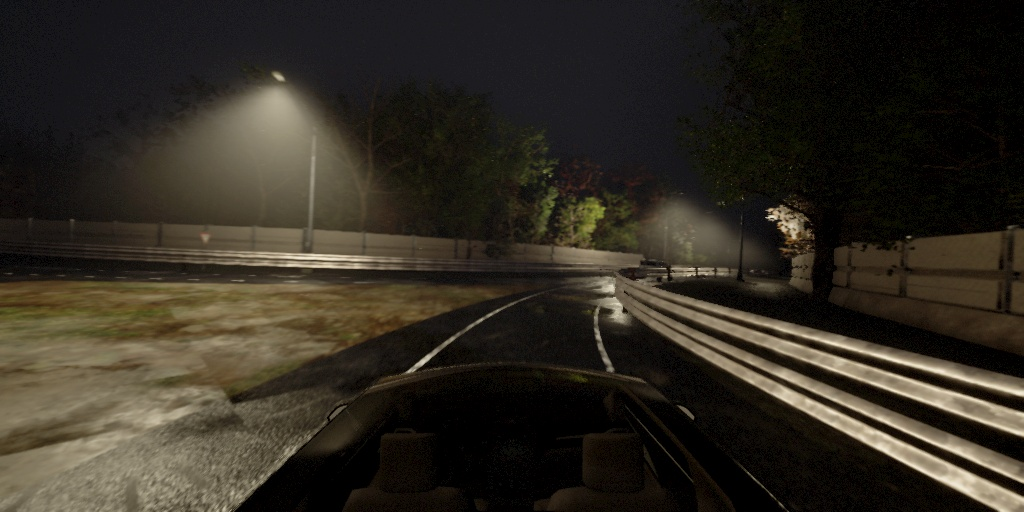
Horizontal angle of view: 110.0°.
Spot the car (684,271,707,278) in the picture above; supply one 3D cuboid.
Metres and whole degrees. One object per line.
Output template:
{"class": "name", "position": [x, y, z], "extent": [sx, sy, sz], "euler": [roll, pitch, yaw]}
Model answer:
{"class": "car", "position": [24.405, 2.119, 47.708], "extent": [2.033, 1.411, 5.357], "euler": [3, 1, 41]}

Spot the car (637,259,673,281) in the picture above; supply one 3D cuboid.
{"class": "car", "position": [14.501, 1.414, 36.120], "extent": [2.150, 2.045, 5.566], "euler": [3, 1, 41]}
